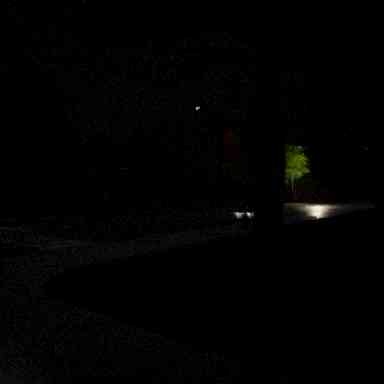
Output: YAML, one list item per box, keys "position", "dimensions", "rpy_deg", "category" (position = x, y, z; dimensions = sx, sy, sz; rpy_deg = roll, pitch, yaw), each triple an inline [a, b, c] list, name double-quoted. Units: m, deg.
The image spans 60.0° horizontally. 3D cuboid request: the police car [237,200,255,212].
- position: [7.705, 1.811, 44.200]
  dimensions: [2.038, 1.542, 4.974]
  rpy_deg: [-1, -1, 36]
  category: "police car"
